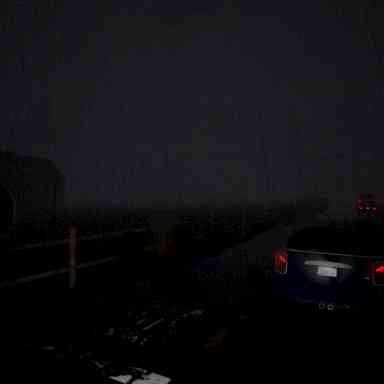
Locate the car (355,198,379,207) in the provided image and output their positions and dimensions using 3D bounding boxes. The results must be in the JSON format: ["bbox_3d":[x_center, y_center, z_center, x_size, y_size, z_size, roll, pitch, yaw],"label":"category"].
[{"bbox_3d":[17.790,1.589,33.676,2.033,1.411,5.357,0,0,28],"label":"car"}]

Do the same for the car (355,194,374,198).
[{"bbox_3d":[22.408,1.286,43.006,2.150,2.045,5.566,0,0,26],"label":"car"}]

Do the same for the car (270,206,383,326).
[{"bbox_3d":[3.336,1.358,7.425,2.097,1.767,4.553,0,0,30],"label":"car"}]
